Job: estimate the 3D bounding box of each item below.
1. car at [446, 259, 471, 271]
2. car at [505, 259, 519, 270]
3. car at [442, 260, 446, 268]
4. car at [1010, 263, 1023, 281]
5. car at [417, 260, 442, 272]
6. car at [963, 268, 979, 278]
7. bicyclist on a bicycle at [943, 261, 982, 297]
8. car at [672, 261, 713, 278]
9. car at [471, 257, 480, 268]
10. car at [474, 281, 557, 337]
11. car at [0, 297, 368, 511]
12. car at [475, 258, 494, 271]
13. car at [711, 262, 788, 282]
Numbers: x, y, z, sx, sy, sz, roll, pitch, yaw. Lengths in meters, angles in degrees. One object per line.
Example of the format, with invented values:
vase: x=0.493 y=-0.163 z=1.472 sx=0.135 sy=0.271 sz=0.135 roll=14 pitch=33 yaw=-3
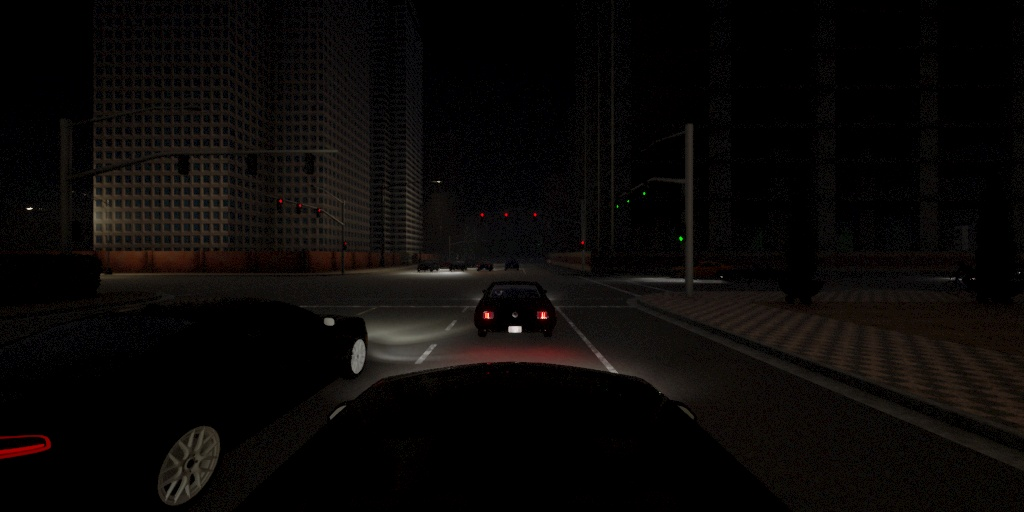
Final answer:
car: x=-7.223 y=1.348 z=48.465 sx=1.895 sy=1.301 sz=4.718 roll=0 pitch=0 yaw=1
car: x=0.022 y=1.225 z=51.949 sx=1.882 sy=1.535 sz=5.008 roll=0 pitch=0 yaw=1
car: x=-10.590 y=1.347 z=57.033 sx=1.895 sy=1.301 sz=4.718 roll=0 pitch=0 yaw=1
car: x=41.102 y=1.274 z=28.251 sx=4.674 sy=1.442 sz=1.812 roll=0 pitch=0 yaw=0
car: x=-10.755 y=1.225 z=46.115 sx=1.882 sy=1.535 sz=5.008 roll=0 pitch=0 yaw=1
car: x=43.550 y=1.296 z=31.723 sx=5.357 sy=1.411 sz=2.033 roll=0 pitch=0 yaw=1
bicyclist on a bicycle: x=20.758 y=1.050 z=16.429 sx=0.582 sy=1.620 sz=1.656 roll=0 pitch=0 yaw=0
car: x=16.944 y=1.226 z=31.937 sx=5.008 sy=1.535 sz=1.882 roll=0 pitch=0 yaw=0
car: x=-7.036 y=1.251 z=59.793 sx=1.837 sy=1.490 sz=4.892 roll=0 pitch=0 yaw=1
car: x=0.074 y=1.350 z=10.227 sx=1.895 sy=1.301 sz=4.718 roll=0 pitch=0 yaw=0
car: x=-3.452 y=1.227 z=4.278 sx=1.882 sy=1.535 sz=5.008 roll=0 pitch=0 yaw=1
car: x=-3.528 y=1.348 z=48.811 sx=1.895 sy=1.301 sz=4.718 roll=0 pitch=0 yaw=1
car: x=18.848 y=1.349 z=28.424 sx=4.718 sy=1.301 sz=1.895 roll=0 pitch=0 yaw=0
